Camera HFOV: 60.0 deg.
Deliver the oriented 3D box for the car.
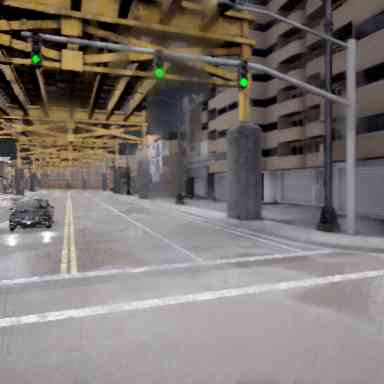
[{"bbox_3d":[-8.496,1.121,17.892,1.837,1.490,4.892,-1,2,-20],"label":"car"}]
